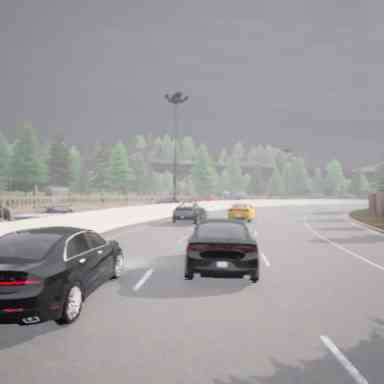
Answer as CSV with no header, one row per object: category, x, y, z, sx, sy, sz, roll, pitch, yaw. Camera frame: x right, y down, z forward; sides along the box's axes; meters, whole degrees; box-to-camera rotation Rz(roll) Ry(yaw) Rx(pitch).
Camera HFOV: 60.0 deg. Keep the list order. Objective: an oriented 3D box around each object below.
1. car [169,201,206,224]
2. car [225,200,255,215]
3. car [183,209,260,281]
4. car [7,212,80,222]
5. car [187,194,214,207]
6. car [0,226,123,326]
car,-0.107,1.559,25.341,2.128,1.511,4.902,1,0,14
car,4.212,1.623,27.974,1.882,1.535,5.008,1,0,15
car,0.869,1.520,10.089,1.882,1.535,5.008,1,0,4
car,-8.608,1.514,20.081,1.895,1.301,4.718,1,0,11
car,1.557,1.402,57.002,2.150,2.045,5.566,1,0,31
car,-2.830,1.478,7.081,1.837,1.490,4.892,1,0,3
